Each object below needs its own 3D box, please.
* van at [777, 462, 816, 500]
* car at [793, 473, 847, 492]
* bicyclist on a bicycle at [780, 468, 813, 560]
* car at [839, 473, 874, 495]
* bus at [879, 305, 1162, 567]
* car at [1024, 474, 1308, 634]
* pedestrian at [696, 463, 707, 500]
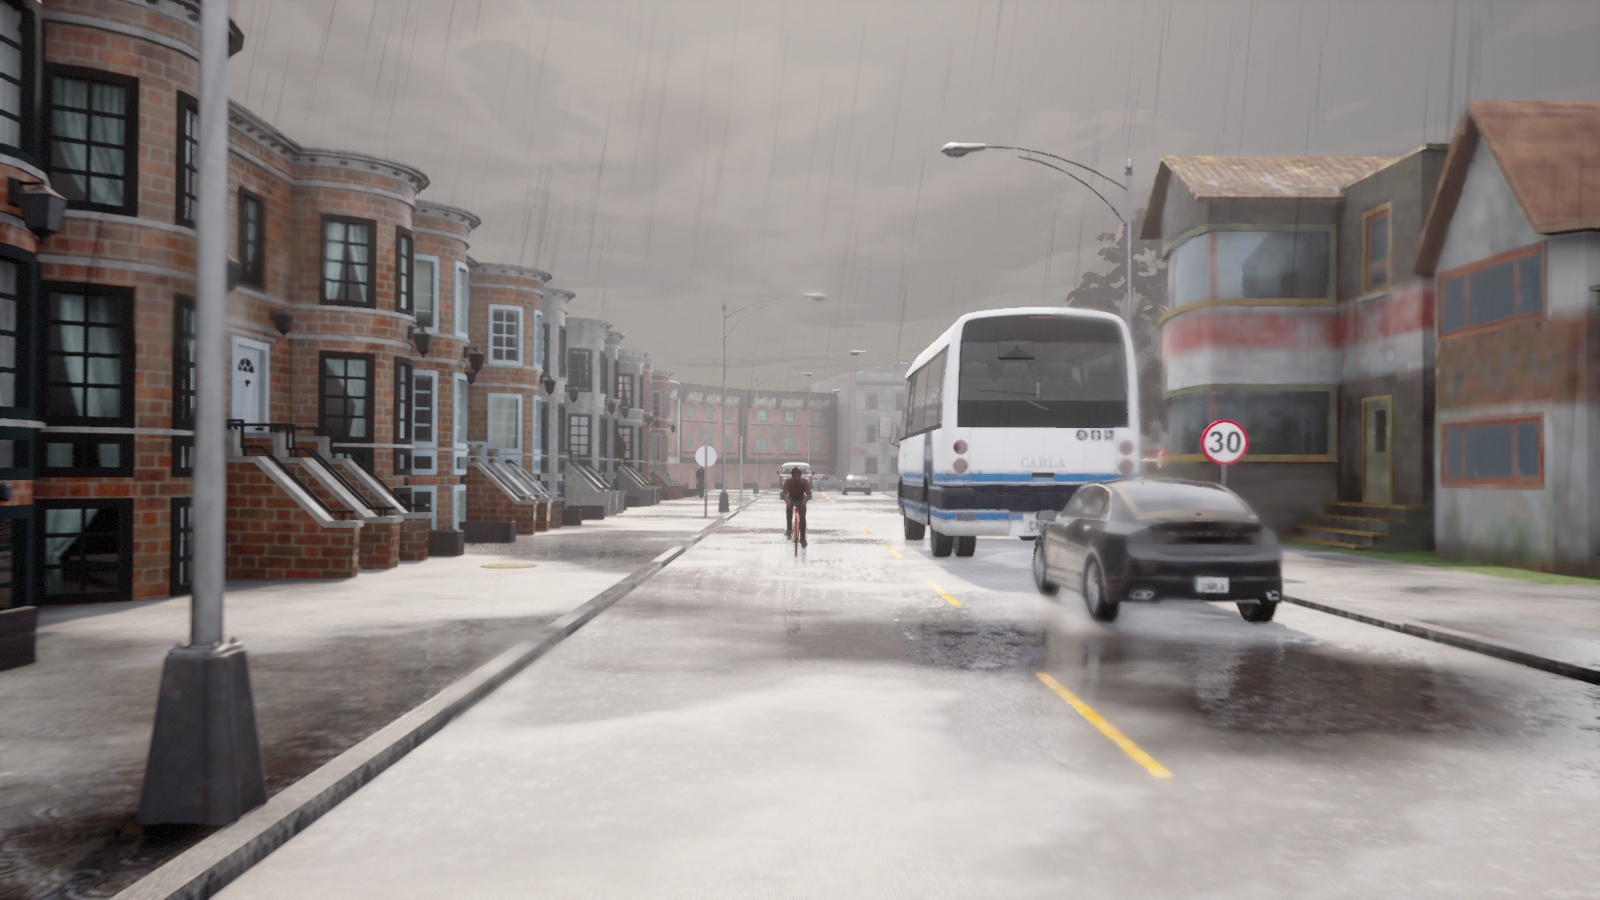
[{"bbox_3d":[-0.205,1.702,69.526,2.069,2.038,4.480,0,-1,0],"label":"van"},{"bbox_3d":[1.562,2.471,95.480,1.994,1.385,4.181,-1,-1,37],"label":"car"},{"bbox_3d":[-0.057,1.154,23.083,0.582,1.620,1.656,0,-1,0],"label":"bicyclist on a bicycle"},{"bbox_3d":[3.741,2.249,83.778,2.033,1.411,5.357,0,-1,0],"label":"car"},{"bbox_3d":[3.916,-0.149,25.625,3.944,4.253,10.273,0,-1,0],"label":"bus"},{"bbox_3d":[3.960,1.048,14.529,1.837,1.490,4.892,0,-1,0],"label":"car"},{"bbox_3d":[-5.219,1.658,66.607,0.402,1.930,0.666,0,-1,9],"label":"pedestrian"}]
